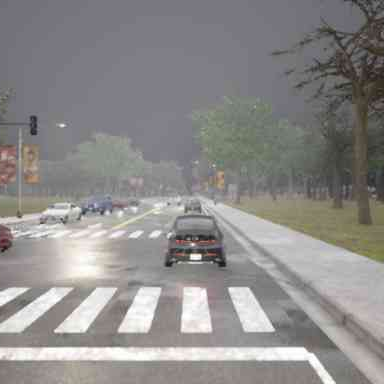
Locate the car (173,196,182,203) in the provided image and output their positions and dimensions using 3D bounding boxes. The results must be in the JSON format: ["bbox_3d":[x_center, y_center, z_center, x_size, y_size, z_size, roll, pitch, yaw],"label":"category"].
[{"bbox_3d":[-3.245,1.680,76.811,1.882,1.535,5.008,0,0,0],"label":"car"}]

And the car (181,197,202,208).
[{"bbox_3d":[0.103,1.577,38.255,2.128,1.511,4.902,0,0,0],"label":"car"}]

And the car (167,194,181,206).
[{"bbox_3d":[-3.221,1.376,60.218,2.150,2.045,5.566,0,0,0],"label":"car"}]

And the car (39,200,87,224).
[{"bbox_3d":[-9.845,1.579,25.349,1.812,1.442,4.674,0,0,0],"label":"car"}]

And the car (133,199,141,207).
[{"bbox_3d":[-9.746,1.737,55.351,1.895,1.301,4.718,0,0,0],"label":"car"}]

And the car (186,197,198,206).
[{"bbox_3d":[0.045,1.703,61.578,2.033,1.411,5.357,0,0,0],"label":"car"}]

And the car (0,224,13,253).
[{"bbox_3d":[-8.620,1.549,12.314,4.674,1.442,1.812,0,-1,29],"label":"car"}]

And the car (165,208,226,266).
[{"bbox_3d":[0.100,1.531,11.620,1.837,1.490,4.892,0,0,0],"label":"car"}]

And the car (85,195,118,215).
[{"bbox_3d":[-9.831,1.299,35.152,2.150,2.045,5.566,0,0,1],"label":"car"}]

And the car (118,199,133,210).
[{"bbox_3d":[-9.771,1.706,45.033,1.895,1.301,4.718,0,0,1],"label":"car"}]
